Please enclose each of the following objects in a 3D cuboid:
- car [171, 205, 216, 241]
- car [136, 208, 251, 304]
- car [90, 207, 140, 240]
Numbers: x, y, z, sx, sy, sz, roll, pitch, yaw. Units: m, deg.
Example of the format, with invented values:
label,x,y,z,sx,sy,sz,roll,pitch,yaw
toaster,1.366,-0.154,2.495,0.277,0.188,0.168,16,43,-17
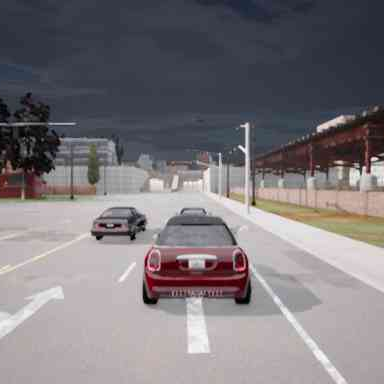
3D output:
label,x,y,z,sx,sy,sz,roll,pitch,yaw
car,0.070,1.469,16.778,1.994,1.385,4.181,0,0,0
car,0.085,1.318,8.217,2.097,1.767,4.553,0,0,0
car,-3.431,1.450,16.480,2.033,1.411,5.357,0,0,0
